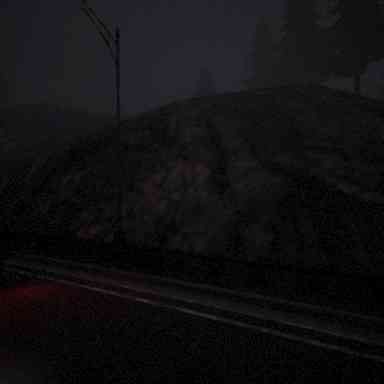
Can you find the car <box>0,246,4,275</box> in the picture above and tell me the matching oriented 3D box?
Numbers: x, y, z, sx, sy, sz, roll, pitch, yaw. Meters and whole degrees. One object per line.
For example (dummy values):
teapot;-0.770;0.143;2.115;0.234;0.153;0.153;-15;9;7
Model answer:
car;-6.541;1.486;8.198;4.674;1.442;1.812;0;0;31
